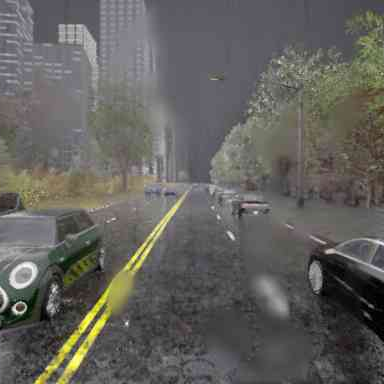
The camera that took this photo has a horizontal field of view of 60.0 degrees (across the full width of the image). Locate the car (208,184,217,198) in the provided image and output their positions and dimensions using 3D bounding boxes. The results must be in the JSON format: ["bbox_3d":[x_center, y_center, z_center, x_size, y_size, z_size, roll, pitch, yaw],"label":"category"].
[{"bbox_3d":[3.574,0.109,42.700,2.128,1.511,4.902,-1,2,1],"label":"car"}]

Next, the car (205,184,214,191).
[{"bbox_3d":[3.997,-1.046,75.700,1.837,1.490,4.892,1,2,1],"label":"car"}]

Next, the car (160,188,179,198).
[{"bbox_3d":[-2.928,0.077,47.212,1.895,1.301,4.718,-1,3,1],"label":"car"}]

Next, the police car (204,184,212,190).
[{"bbox_3d":[4.102,-1.383,86.704,2.038,1.542,4.974,-1,2,1],"label":"police car"}]

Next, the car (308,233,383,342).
[{"bbox_3d":[3.356,1.372,5.157,2.128,1.511,4.902,-1,2,0],"label":"car"}]

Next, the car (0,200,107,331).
[{"bbox_3d":[-3.329,1.204,6.937,2.097,1.767,4.553,0,2,1],"label":"car"}]

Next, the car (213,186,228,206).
[{"bbox_3d":[3.438,0.472,31.702,2.128,1.511,4.902,-1,2,1],"label":"car"}]

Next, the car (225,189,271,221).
[{"bbox_3d":[3.468,0.825,20.261,2.128,1.511,4.902,1,2,0],"label":"car"}]

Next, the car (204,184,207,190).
[{"bbox_3d":[3.866,-0.696,64.699,1.882,1.535,5.008,1,2,1],"label":"car"}]

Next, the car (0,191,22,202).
[{"bbox_3d":[-6.566,1.017,9.032,2.150,2.045,5.566,0,2,0],"label":"car"}]

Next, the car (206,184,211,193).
[{"bbox_3d":[3.735,-0.348,53.889,1.801,1.575,5.366,1,2,1],"label":"car"}]

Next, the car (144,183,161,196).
[{"bbox_3d":[-6.106,-0.459,52.762,2.150,2.045,5.566,0,2,1],"label":"car"}]
